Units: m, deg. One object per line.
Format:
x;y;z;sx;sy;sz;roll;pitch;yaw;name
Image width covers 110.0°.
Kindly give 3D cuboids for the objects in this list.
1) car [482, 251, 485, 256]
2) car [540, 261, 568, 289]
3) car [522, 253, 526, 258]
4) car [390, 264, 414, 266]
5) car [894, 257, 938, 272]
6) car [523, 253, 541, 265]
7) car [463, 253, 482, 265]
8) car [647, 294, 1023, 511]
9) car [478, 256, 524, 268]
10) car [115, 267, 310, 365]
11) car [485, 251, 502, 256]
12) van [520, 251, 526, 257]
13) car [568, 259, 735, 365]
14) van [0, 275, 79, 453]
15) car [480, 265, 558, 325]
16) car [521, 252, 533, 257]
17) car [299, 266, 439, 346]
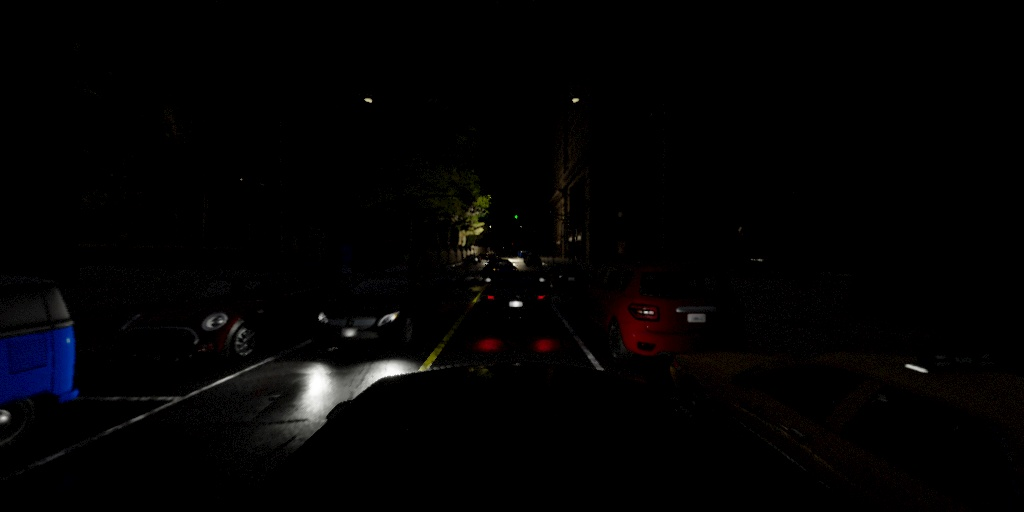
-5.769;0.342;55.900;1.967;1.591;4.097;0;0;0;car
2.761;1.056;18.609;1.948;1.339;4.313;0;0;0;car
2.757;0.555;50.462;1.948;1.339;4.313;0;0;0;car
-5.765;1.072;18.626;1.802;1.307;4.207;0;0;0;car
38.953;1.087;33.175;5.566;2.045;2.150;1;1;0;car
2.757;0.641;45.043;1.948;1.339;4.313;0;0;0;car
-5.769;0.539;50.481;2.007;1.370;4.403;0;0;0;car
2.763;1.266;2.505;1.751;1.417;4.829;0;0;0;car
-0.878;0.933;24.306;1.812;1.442;4.674;0;1;-14;car
-5.763;1.097;7.774;1.967;1.591;4.097;0;0;0;car
-3.059;0.325;59.277;1.882;1.535;5.008;0;1;0;car
2.755;0.156;61.302;1.690;1.789;3.998;0;0;0;van
2.762;0.972;7.759;2.192;1.841;5.009;0;0;0;car
-5.763;1.081;2.349;1.690;1.789;3.998;0;0;0;van
0.100;1.169;11.184;1.994;1.385;4.181;0;1;0;car
2.756;0.428;56.052;1.751;1.417;4.829;0;0;0;car
-3.092;1.161;9.155;1.812;1.442;4.674;0;1;0;car
